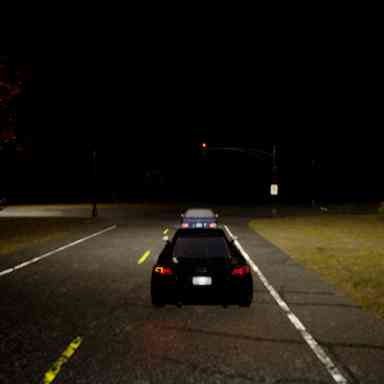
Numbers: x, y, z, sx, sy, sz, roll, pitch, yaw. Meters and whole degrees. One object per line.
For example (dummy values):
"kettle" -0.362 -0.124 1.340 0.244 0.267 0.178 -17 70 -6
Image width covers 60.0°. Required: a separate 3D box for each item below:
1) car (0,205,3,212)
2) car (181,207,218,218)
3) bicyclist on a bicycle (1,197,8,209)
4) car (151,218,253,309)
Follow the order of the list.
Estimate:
"car" -23.860 1.712 37.409 4.902 1.511 2.128 -1 2 5
"car" 0.385 1.503 17.153 2.033 1.411 5.357 0 0 2
"bicyclist on a bicycle" -25.539 1.507 45.176 0.582 1.620 1.656 -1 0 5
"car" 0.197 1.545 7.925 1.994 1.385 4.181 0 0 1
